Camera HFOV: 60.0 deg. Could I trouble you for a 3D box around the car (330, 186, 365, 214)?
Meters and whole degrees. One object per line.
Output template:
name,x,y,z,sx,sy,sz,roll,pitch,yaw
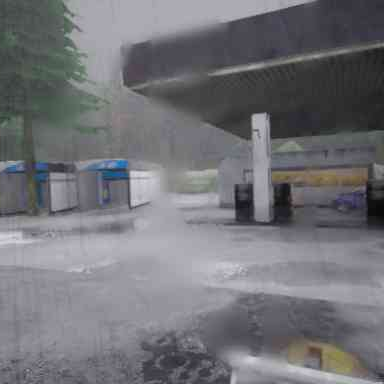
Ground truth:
car,9.319,0.340,17.677,3.633,1.501,1.845,-1,3,24
